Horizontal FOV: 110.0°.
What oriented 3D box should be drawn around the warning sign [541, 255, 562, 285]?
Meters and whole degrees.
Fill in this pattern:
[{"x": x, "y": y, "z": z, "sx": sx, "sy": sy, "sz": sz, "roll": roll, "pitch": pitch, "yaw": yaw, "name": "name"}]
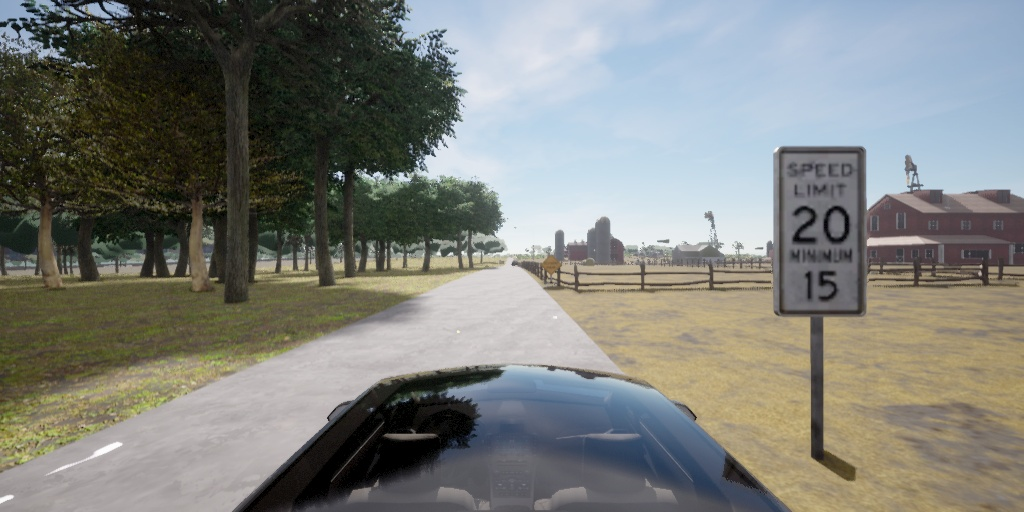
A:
[{"x": 2.450, "y": 0.841, "z": 22.384, "sx": 1.300, "sy": 1.860, "sz": 1.060, "roll": 0, "pitch": 0, "yaw": 0, "name": "warning sign"}]
